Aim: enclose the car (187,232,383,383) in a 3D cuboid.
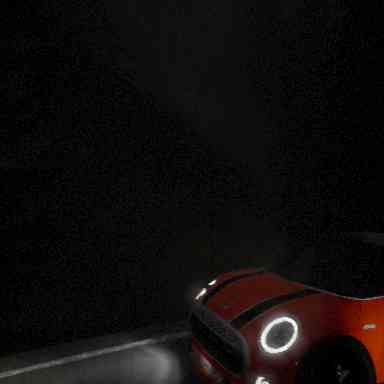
[{"bbox_3d":[2.239,1.387,4.614,4.553,1.767,2.097,1,0,-23],"label":"car"}]
